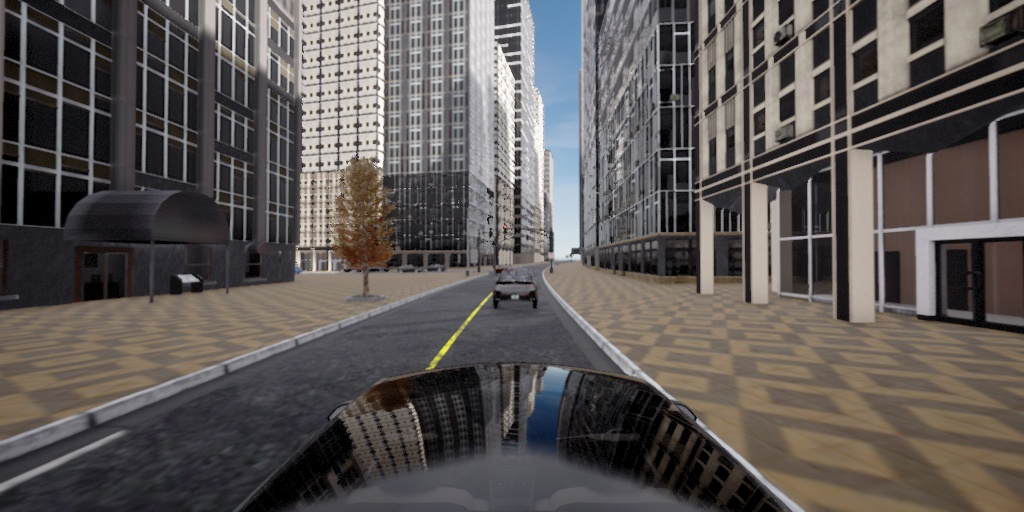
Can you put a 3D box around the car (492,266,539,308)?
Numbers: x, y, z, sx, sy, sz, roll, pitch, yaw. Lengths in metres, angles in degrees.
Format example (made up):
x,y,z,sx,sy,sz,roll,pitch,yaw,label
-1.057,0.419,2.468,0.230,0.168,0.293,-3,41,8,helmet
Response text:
x,y,z,sx,sy,sz,roll,pitch,yaw,label
0.186,1.376,16.106,2.128,1.511,4.902,0,0,2,car

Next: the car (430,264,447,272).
x,y,z,sx,sy,sz,roll,pitch,yaw,label
-13.693,2.143,63.600,4.403,1.370,2.007,0,0,13,car

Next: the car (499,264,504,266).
x,y,z,sx,sy,sz,roll,pitch,yaw,label
-1.093,1.742,46.215,1.895,1.301,4.718,0,0,5,car

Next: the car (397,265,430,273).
x,y,z,sx,sy,sz,roll,pitch,yaw,label
-15.613,2.035,55.444,4.403,1.370,2.007,0,0,13,car
